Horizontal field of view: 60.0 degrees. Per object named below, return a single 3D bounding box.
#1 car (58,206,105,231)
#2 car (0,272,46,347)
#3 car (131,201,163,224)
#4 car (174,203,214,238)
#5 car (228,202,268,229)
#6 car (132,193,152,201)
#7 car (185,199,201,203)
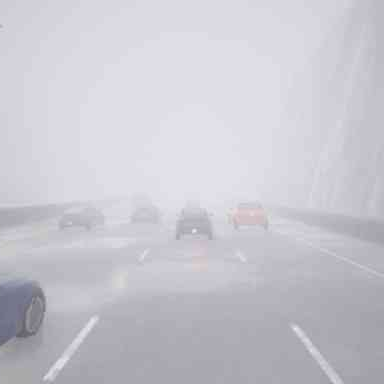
[{"bbox_3d":[-6.892,1.583,21.070,1.812,1.442,4.674,0,0,0],"label":"car"},{"bbox_3d":[-3.399,1.553,3.749,1.812,1.442,4.674,0,0,0],"label":"car"},{"bbox_3d":[-3.391,1.614,25.430,1.994,1.385,4.181,0,0,0],"label":"car"},{"bbox_3d":[0.105,1.572,17.990,1.837,1.490,4.892,0,0,0],"label":"car"},{"bbox_3d":[3.608,1.415,22.206,2.097,1.767,4.553,0,0,0],"label":"car"},{"bbox_3d":[-6.882,1.136,45.577,2.150,2.045,5.566,0,1,0],"label":"car"},{"bbox_3d":[0.116,1.514,40.371,2.033,1.411,5.357,0,1,0],"label":"car"}]
